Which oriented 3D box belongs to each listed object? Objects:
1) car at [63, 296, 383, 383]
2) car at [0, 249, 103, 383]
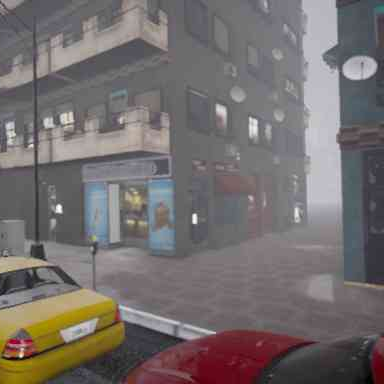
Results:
[{"bbox_3d":[1.473,1.543,1.840,4.507,1.381,1.887,-1,-1,36],"label":"car"},{"bbox_3d":[-3.162,1.564,5.147,4.829,1.417,1.752,-1,-1,36],"label":"car"}]
